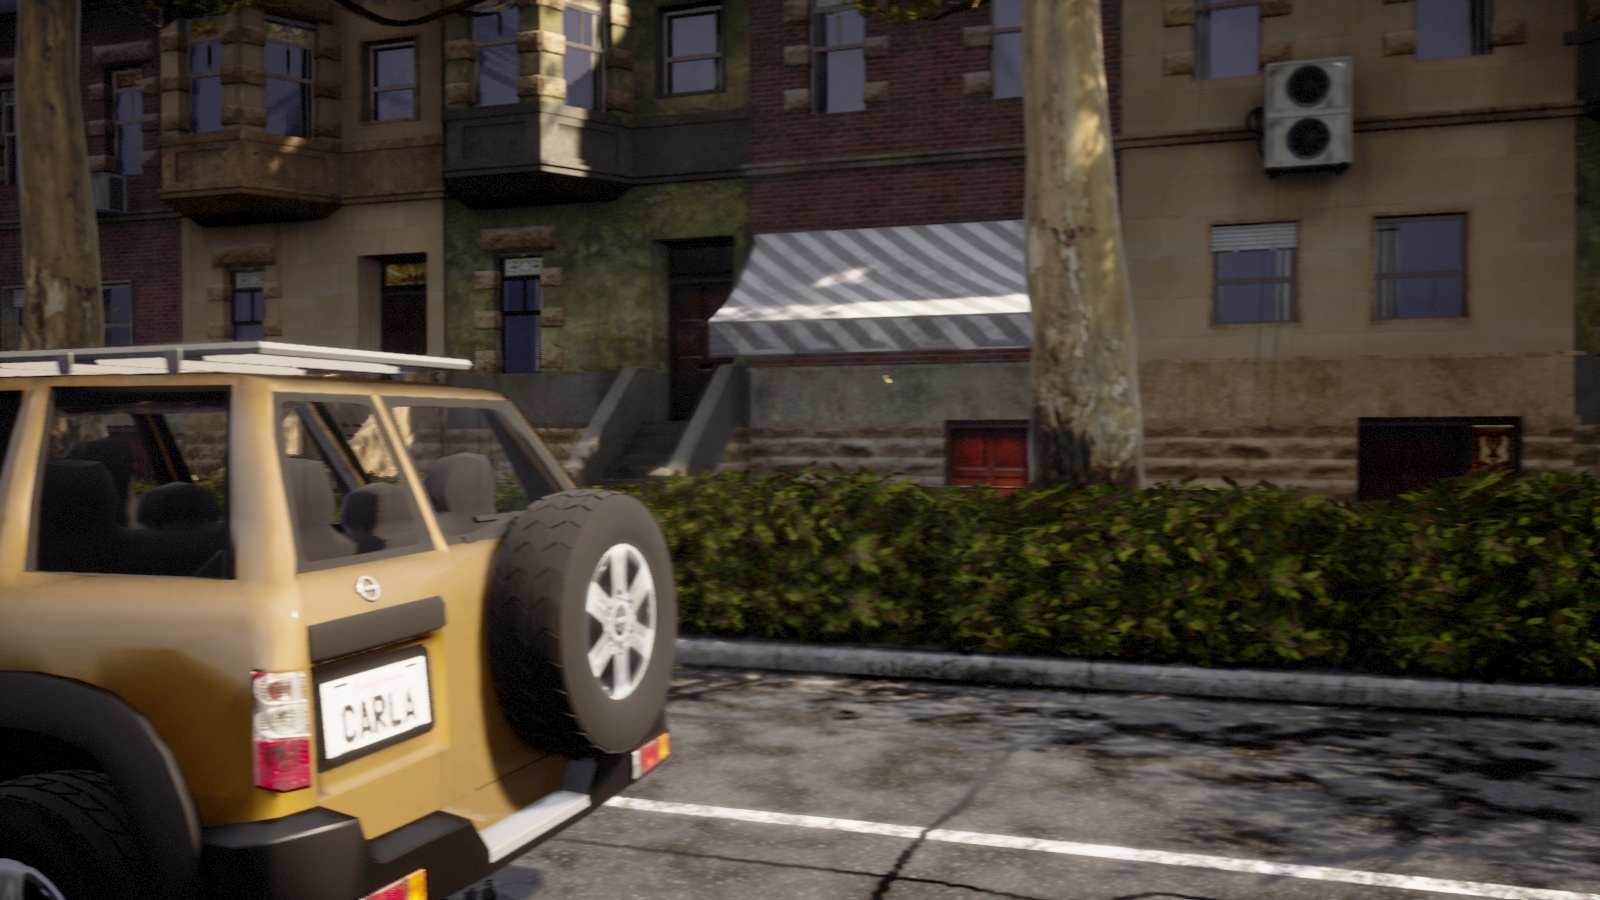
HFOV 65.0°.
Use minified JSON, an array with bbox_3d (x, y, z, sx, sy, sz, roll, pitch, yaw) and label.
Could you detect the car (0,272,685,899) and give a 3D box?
[{"bbox_3d":[-2.894,0.563,4.164,4.605,1.855,1.932,0,1,19],"label":"car"}]
